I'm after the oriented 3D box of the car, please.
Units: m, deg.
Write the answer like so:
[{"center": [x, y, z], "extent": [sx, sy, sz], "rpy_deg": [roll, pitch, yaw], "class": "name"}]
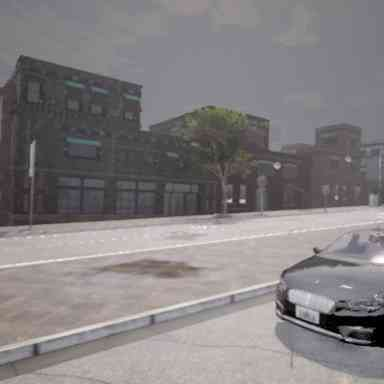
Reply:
[{"center": [3.593, 1.453, 6.178], "extent": [4.902, 1.511, 2.128], "rpy_deg": [0, 0, -37], "class": "car"}]
